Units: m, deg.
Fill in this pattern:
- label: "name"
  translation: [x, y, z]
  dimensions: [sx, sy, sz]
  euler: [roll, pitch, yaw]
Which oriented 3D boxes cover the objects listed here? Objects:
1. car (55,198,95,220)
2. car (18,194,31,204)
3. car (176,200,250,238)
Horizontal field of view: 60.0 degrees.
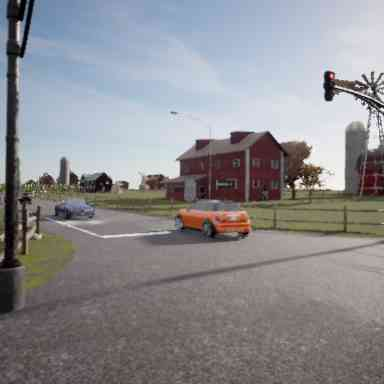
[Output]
- label: "car"
  translation: [-8.549, 1.142, 23.974]
  dimensions: [1.812, 1.442, 4.674]
  euler: [1, 0, -35]
- label: "car"
  translation: [-22.521, 0.901, 43.748]
  dimensions: [1.895, 1.301, 4.718]
  euler: [1, 0, -35]
- label: "car"
  translation: [0.881, 1.166, 16.662]
  dimensions: [2.097, 1.767, 4.553]
  euler: [1, 0, -27]
